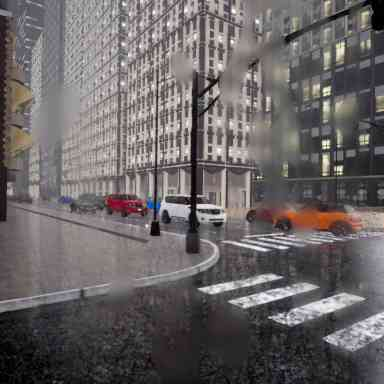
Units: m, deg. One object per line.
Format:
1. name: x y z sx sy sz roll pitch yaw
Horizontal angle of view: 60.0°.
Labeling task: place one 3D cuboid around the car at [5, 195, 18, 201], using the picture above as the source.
1. car: -40.300 1.379 74.366 2.008 1.369 4.403 1 -1 -35

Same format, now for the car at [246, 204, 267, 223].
1. car: 5.782 1.506 23.955 1.967 1.590 4.097 1 -1 -35

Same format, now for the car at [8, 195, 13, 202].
1. car: -37.030 1.397 69.761 1.947 1.339 4.313 1 -1 -35

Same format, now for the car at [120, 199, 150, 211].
1. car: -7.303 1.586 42.375 2.008 1.369 4.403 1 -1 -35

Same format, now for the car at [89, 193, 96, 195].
1. car: -14.413 1.381 53.122 2.097 1.767 4.553 1 -1 -35

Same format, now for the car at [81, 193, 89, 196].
1. car: -18.505 1.250 58.876 2.150 2.045 5.566 1 -1 -35

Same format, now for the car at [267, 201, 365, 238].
1. car: 6.867 1.377 18.344 4.553 1.767 2.097 0 -1 43

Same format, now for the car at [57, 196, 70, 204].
1. car: -22.720 1.437 59.610 1.882 1.535 5.008 1 -1 -35

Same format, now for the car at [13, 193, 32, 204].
1. car: -30.485 1.156 60.553 2.192 1.841 5.009 1 -1 -35

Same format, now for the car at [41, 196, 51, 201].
1. car: -36.741 1.572 83.822 1.802 1.307 4.206 1 -1 -35

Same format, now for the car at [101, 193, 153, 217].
1. car: -6.071 1.156 30.648 2.150 2.045 5.566 1 -1 -35

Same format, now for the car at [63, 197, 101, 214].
1. car: -10.864 1.428 32.919 2.008 1.369 4.403 1 -1 -35

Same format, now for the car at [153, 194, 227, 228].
1. car: -0.097 1.171 22.240 2.150 2.045 5.566 1 -1 -35

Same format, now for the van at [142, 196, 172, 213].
1. van: -4.029 1.383 37.772 1.690 1.788 3.998 1 -1 -35
